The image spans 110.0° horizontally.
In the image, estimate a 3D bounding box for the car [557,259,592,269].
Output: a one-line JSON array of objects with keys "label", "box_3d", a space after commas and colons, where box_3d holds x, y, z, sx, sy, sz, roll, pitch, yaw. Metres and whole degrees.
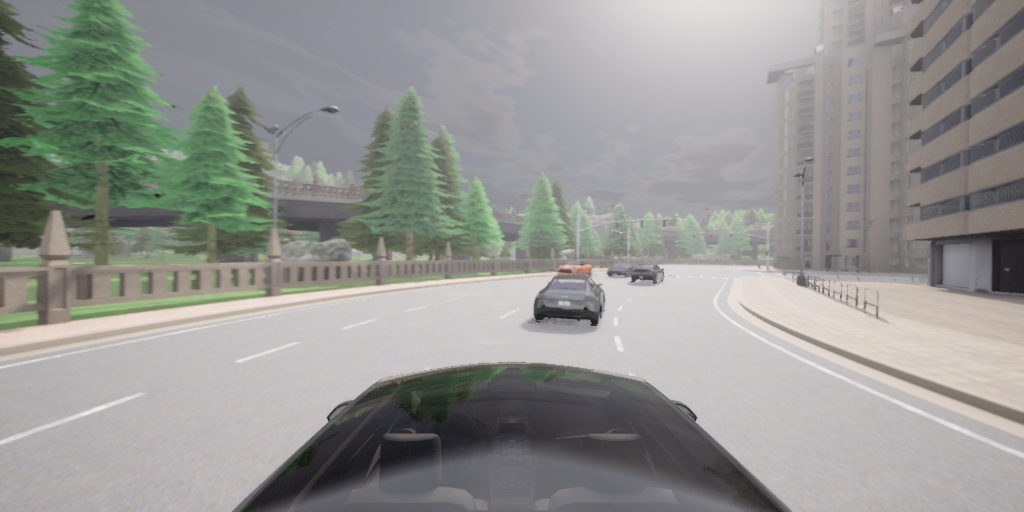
[{"label": "car", "box_3d": [5.997, 1.114, 34.269, 2.097, 1.767, 4.553, 1, 0, 33]}]

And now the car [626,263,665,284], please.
[{"label": "car", "box_3d": [10.797, 1.347, 28.415, 1.837, 1.490, 4.892, 1, 0, 32]}]

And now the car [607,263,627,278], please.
[{"label": "car", "box_3d": [11.015, 1.377, 35.573, 2.033, 1.411, 5.357, 1, 0, 33]}]

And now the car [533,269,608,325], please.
[{"label": "car", "box_3d": [2.043, 1.318, 12.055, 1.994, 1.385, 4.181, 1, 0, 16]}]
